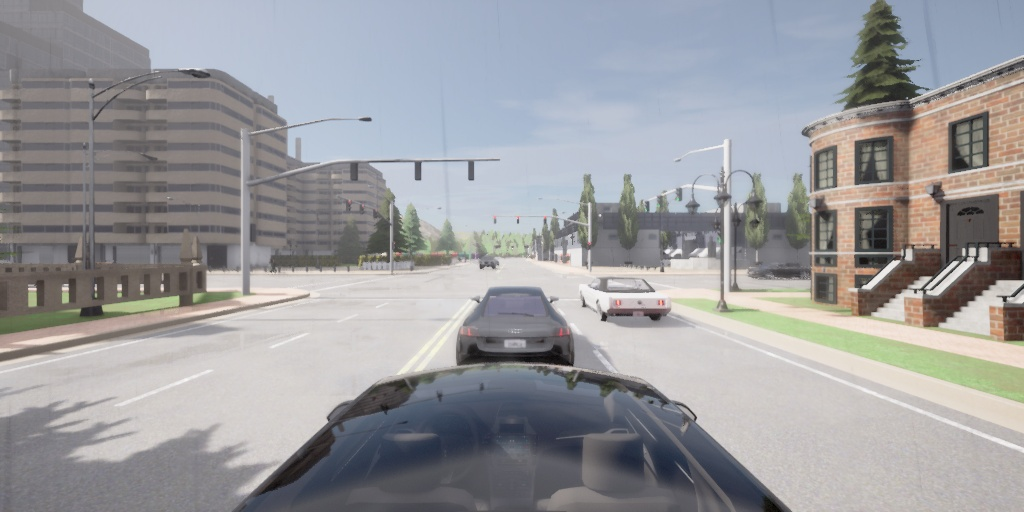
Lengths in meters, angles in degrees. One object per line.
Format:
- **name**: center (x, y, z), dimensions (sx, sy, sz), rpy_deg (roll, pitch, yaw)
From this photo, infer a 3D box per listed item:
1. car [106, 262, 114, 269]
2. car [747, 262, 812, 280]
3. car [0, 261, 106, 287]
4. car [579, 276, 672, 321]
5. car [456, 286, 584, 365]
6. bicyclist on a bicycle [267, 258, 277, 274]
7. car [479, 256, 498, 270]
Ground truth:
- **car**: center (-30.052, 1.223, 26.765), dimensions (5.008, 1.535, 1.882), rpy_deg (0, 0, 0)
- **car**: center (22.500, 1.249, 30.223), dimensions (4.892, 1.490, 1.837), rpy_deg (0, 0, -2)
- **car**: center (-30.061, 1.223, 23.264), dimensions (5.008, 1.535, 1.882), rpy_deg (0, 0, 0)
- **car**: center (3.581, 1.349, 12.346), dimensions (1.895, 1.301, 4.718), rpy_deg (0, 0, 0)
- **car**: center (0.063, 1.313, 7.497), dimensions (1.994, 1.385, 4.181), rpy_deg (0, 0, 0)
- **bicyclist on a bicycle**: center (-25.251, 1.045, 37.744), dimensions (0.582, 1.620, 1.656), rpy_deg (0, 0, 0)
- **car**: center (-3.587, 0.963, 52.841), dimensions (2.150, 2.045, 5.566), rpy_deg (0, 0, 1)
